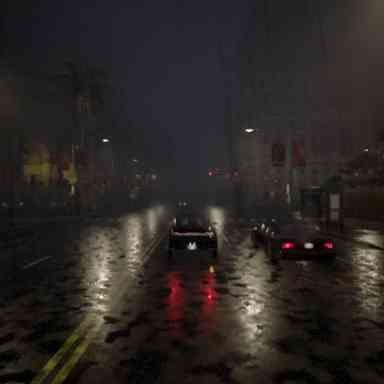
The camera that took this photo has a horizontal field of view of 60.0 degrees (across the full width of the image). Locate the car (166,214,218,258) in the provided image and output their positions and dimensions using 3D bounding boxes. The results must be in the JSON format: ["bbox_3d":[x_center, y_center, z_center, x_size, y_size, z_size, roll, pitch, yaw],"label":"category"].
[{"bbox_3d":[0.019,1.642,13.472,2.128,1.511,4.902,0,0,0],"label":"car"}]

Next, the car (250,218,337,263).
[{"bbox_3d":[3.508,1.686,12.476,2.033,1.411,5.357,0,-1,0],"label":"car"}]
